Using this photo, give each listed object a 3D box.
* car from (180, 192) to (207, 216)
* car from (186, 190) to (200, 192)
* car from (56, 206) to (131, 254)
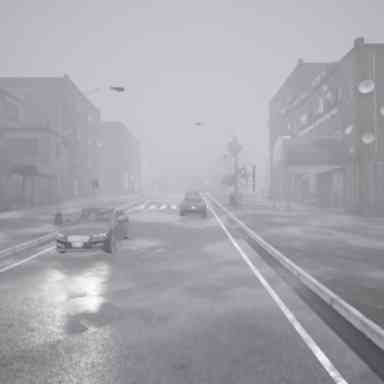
[{"bbox_3d":[0.096,1.002,25.567,1.994,1.385,4.181,0,2,0],"label":"car"},{"bbox_3d":[0.092,0.382,42.491,1.994,1.385,4.181,0,2,0],"label":"car"},{"bbox_3d":[-3.602,1.342,12.920,2.128,1.511,4.902,0,1,0],"label":"car"}]
